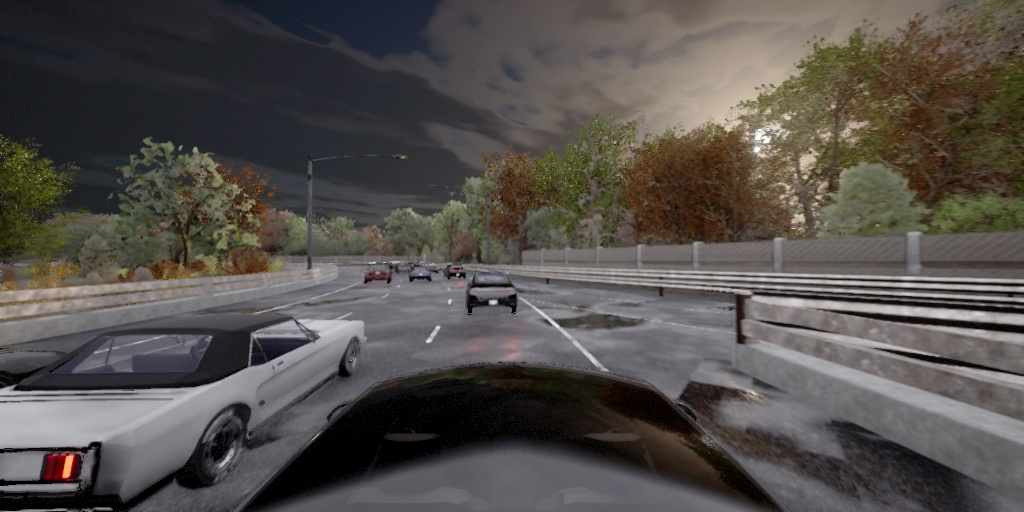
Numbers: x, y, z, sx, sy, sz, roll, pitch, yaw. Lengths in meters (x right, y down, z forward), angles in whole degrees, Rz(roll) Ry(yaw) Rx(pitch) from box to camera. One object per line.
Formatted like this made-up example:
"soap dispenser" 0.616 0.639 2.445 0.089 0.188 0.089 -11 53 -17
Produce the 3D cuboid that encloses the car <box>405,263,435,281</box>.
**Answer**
"car" -8.955 1.654 34.668 1.994 1.385 4.181 0 -1 -18

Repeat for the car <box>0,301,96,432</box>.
"car" -6.926 1.327 2.433 2.033 1.411 5.357 0 -1 -1

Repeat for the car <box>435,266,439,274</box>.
"car" -11.951 1.855 51.069 1.895 1.301 4.718 0 -1 -26

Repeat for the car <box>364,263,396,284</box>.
"car" -11.583 1.418 31.388 2.097 1.767 4.553 0 -1 -16

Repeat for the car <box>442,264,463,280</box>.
"car" -5.970 1.603 36.810 1.837 1.490 4.892 0 -1 -18

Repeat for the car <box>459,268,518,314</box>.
"car" -0.903 1.364 14.443 2.128 1.511 4.902 0 -1 -6

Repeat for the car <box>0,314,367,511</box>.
"car" -3.534 1.389 4.528 1.895 1.301 4.718 0 -1 -2

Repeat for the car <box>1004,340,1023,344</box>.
"car" 11.263 1.274 5.456 1.812 1.442 4.674 0 -1 -39

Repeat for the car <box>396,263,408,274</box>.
"car" -15.837 1.760 51.221 2.128 1.511 4.902 0 -1 -27
